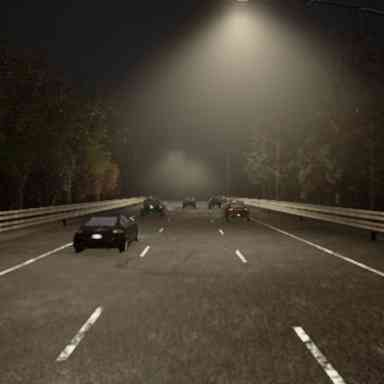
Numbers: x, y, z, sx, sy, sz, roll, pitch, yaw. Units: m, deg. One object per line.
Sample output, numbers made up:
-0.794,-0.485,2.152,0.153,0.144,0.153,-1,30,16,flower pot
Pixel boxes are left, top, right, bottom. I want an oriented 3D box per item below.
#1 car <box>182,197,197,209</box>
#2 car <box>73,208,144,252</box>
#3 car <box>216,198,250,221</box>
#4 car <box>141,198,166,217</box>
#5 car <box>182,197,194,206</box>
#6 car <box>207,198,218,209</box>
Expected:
-0.356,1.538,46.712,2.128,1.511,4.902,0,0,0,car
-3.451,1.581,14.037,1.994,1.385,4.181,0,0,0,car
3.431,1.522,27.049,2.128,1.511,4.902,0,0,-1,car
-3.615,1.386,31.679,2.097,1.767,4.553,0,0,-1,car
-0.675,1.620,58.015,1.994,1.385,4.181,0,0,-1,car
3.121,1.551,45.598,1.837,1.490,4.892,0,0,-1,car
